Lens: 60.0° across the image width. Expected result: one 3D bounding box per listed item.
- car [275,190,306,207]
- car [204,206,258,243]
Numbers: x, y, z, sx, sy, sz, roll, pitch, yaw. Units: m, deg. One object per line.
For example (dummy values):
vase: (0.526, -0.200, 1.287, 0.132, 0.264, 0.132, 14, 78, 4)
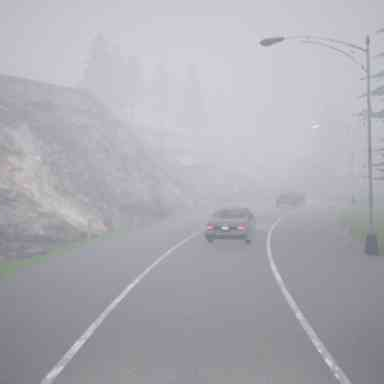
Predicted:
car: (9.526, 0.569, 31.934, 2.128, 1.511, 4.902, -2, 2, 33)
car: (1.884, 1.353, 15.051, 2.033, 1.411, 5.357, -1, 1, 14)
